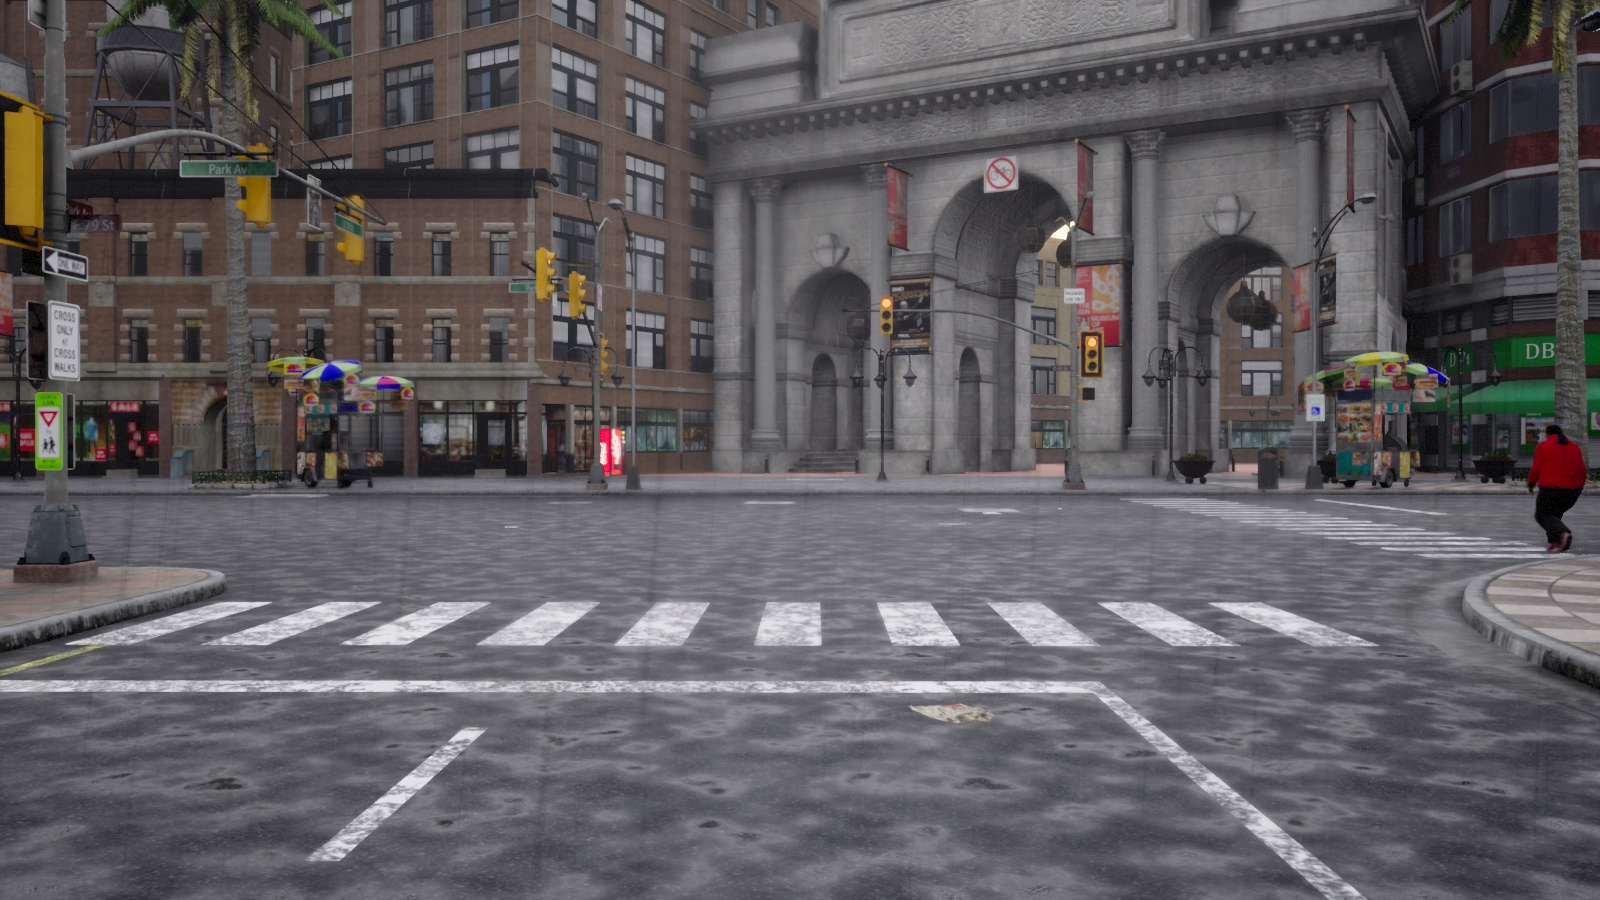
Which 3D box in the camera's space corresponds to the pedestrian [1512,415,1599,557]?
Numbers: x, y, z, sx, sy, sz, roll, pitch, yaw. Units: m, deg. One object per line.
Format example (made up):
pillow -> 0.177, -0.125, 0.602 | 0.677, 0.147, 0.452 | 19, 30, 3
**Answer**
pedestrian -> 10.115, 0.466, 16.805 | 0.634, 1.844, 0.899 | 0, 0, -4
